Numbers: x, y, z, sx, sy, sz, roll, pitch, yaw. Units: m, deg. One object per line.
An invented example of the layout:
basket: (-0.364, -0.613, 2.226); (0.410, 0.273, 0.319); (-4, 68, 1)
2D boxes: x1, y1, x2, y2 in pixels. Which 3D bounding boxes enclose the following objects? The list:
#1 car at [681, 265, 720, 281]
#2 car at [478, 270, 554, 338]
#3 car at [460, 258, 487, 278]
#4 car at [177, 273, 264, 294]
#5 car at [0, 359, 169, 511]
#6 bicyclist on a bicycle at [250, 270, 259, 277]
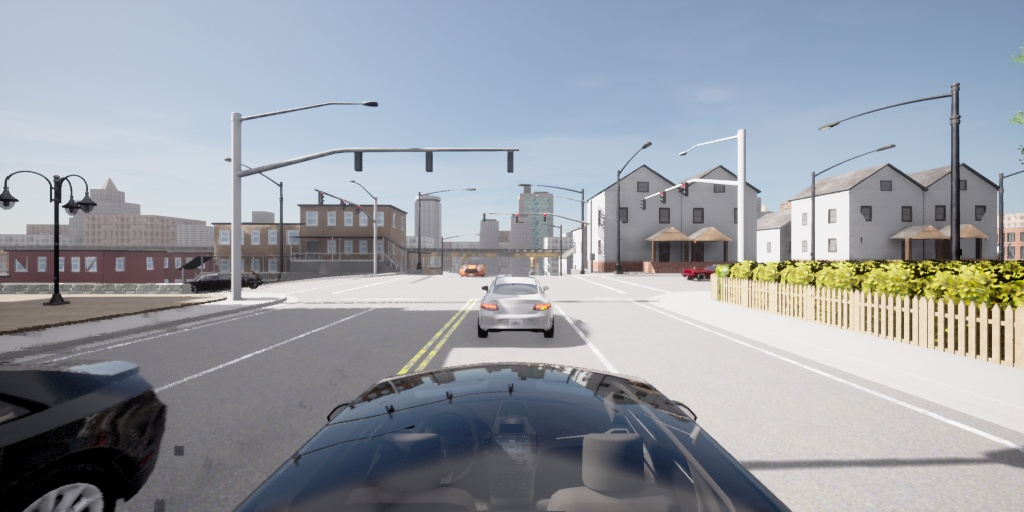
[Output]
car: (16.312, 1.351, 28.875); (4.718, 1.301, 1.895); (0, 0, -1)
car: (0.101, 1.276, 10.071); (1.812, 1.442, 4.674); (0, 0, 0)
car: (-3.518, 1.027, 33.292); (2.097, 1.767, 4.553); (0, 1, 0)
car: (-19.977, 1.845, 24.762); (4.718, 1.301, 1.895); (-4, 0, -1)
car: (-3.605, 1.255, 0.722); (1.837, 1.490, 4.892); (0, 0, 0)
bicyclist on a bicycle: (-25.569, 2.214, 35.648); (0.582, 1.620, 1.656); (-8, 0, 0)
